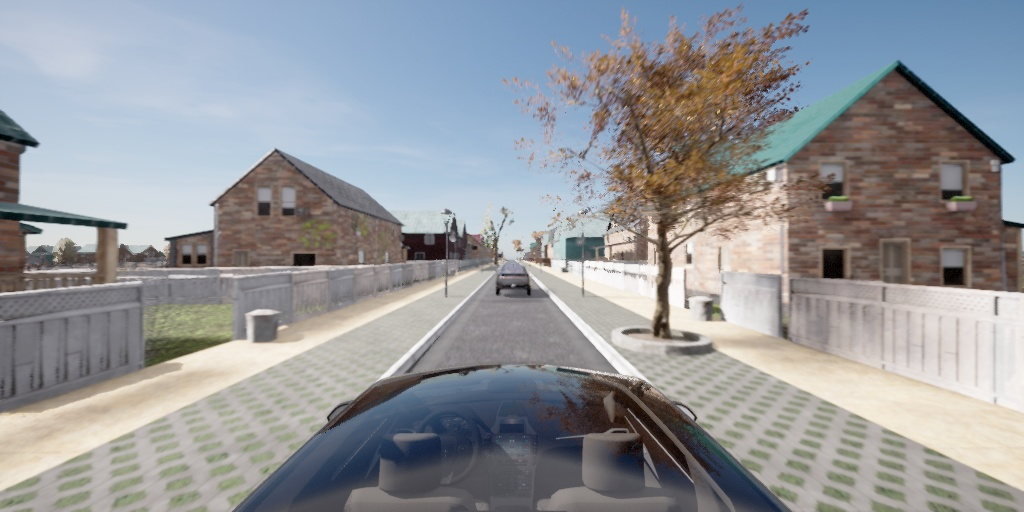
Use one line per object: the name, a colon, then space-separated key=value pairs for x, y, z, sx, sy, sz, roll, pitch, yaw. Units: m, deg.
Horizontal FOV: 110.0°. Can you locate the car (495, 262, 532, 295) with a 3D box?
car: x=0.077 y=1.229 z=19.653 sx=2.128 sy=1.511 sz=4.902 roll=0 pitch=0 yaw=0
